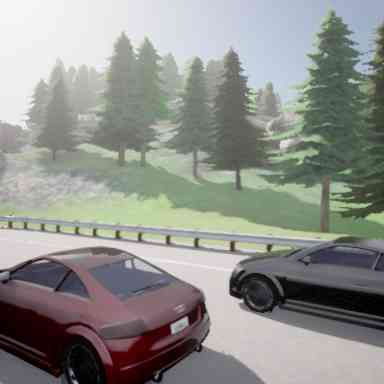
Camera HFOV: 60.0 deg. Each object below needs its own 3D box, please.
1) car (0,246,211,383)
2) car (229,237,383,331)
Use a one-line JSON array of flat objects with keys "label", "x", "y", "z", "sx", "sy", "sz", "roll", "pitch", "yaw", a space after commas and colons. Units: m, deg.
[{"label": "car", "x": -1.805, "y": 1.557, "z": 5.093, "sx": 4.181, "sy": 1.385, "sz": 1.994, "roll": 0, "pitch": 0, "yaw": 34}, {"label": "car", "x": 2.797, "y": 1.550, "z": 6.180, "sx": 4.181, "sy": 1.385, "sz": 1.994, "roll": 0, "pitch": 0, "yaw": 35}]
